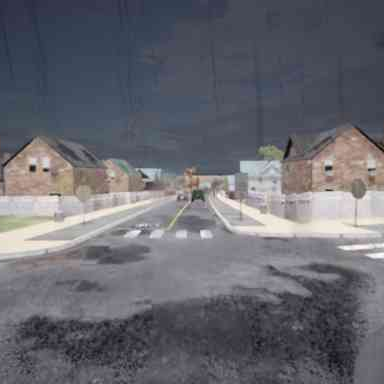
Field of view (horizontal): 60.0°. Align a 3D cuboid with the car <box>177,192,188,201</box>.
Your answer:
[{"bbox_3d":[-1.618,0.838,58.334,2.128,1.511,4.902,0,0,2],"label":"car"}]

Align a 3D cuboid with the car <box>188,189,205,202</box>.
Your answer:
[{"bbox_3d":[0.980,0.606,54.082,2.150,2.045,5.566,0,0,2],"label":"car"}]
